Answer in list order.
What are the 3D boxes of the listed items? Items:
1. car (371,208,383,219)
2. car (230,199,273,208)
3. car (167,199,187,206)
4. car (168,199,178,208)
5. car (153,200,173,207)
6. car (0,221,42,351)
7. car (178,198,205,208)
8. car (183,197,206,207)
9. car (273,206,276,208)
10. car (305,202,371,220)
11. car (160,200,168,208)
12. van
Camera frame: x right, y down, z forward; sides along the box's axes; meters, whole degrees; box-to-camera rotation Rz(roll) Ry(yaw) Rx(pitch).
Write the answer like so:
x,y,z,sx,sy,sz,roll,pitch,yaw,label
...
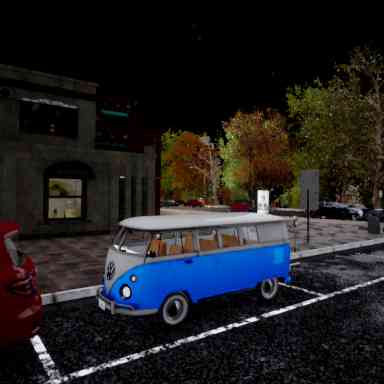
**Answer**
x,y,z,sx,sy,sz,roll,pitch,yaw,label
14.832,1.733,29.929,1.895,1.301,4.718,1,-1,-34,car
6.252,1.552,36.809,2.097,1.767,4.553,1,-1,-34,car
-3.074,2.171,68.129,1.812,1.442,4.674,1,-1,-34,car
-4.138,2.028,58.081,2.033,1.411,5.357,1,-1,-34,car
-5.782,2.204,66.330,1.895,1.301,4.718,1,-1,-34,car
-4.282,1.315,3.491,5.009,1.841,2.192,0,1,-35,car
0.008,2.024,57.833,1.812,1.442,4.674,1,-1,-34,car
0.444,1.935,63.013,2.097,1.767,4.553,1,-1,-34,car
8.026,1.782,39.980,1.812,1.442,4.674,1,-1,-34,car
11.993,1.583,28.305,2.128,1.511,4.902,1,-1,-34,car
-6.539,1.925,55.824,2.128,1.511,4.902,1,-1,-34,car
0.225,1.342,6.716,3.998,1.788,1.690,0,1,-35,van
